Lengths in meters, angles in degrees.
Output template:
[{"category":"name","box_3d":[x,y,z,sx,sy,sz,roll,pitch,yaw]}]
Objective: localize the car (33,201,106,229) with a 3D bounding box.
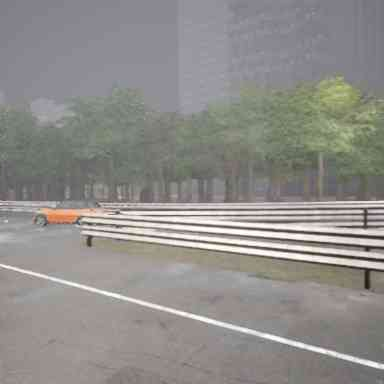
[{"category":"car","box_3d":[-7.777,1.331,21.294,4.553,1.767,2.097,0,0,17]}]
